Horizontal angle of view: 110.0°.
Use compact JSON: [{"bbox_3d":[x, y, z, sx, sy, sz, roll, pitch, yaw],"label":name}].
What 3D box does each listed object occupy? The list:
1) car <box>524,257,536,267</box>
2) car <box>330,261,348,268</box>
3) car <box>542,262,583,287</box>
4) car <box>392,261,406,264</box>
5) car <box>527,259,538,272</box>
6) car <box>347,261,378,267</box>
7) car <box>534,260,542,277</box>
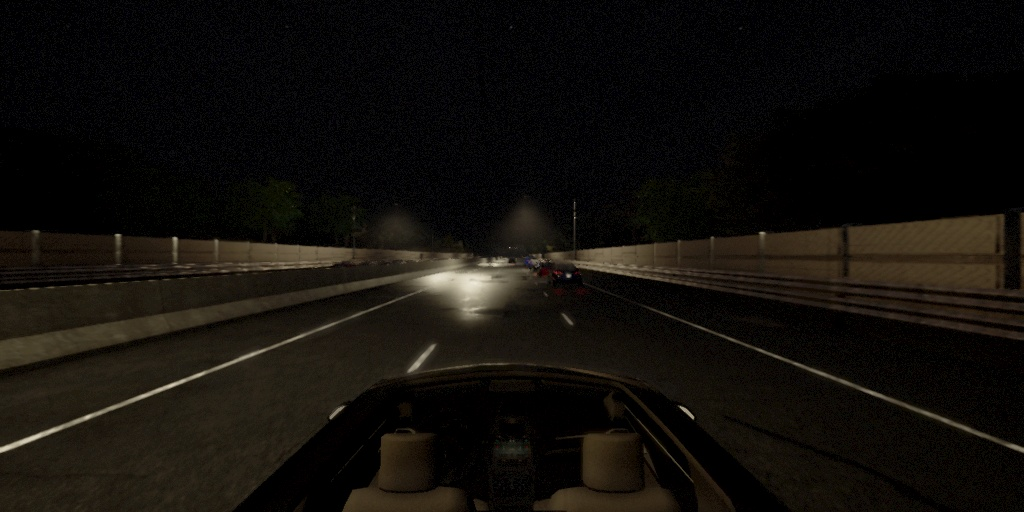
[{"bbox_3d":[3.516,1.279,57.447,2.163,1.488,4.792,0,0,0],"label":"car"},{"bbox_3d":[-21.035,1.329,44.977,1.994,1.385,4.181,0,0,1],"label":"car"},{"bbox_3d":[3.506,1.257,24.441,2.163,1.488,4.792,0,0,0],"label":"car"},{"bbox_3d":[-14.042,1.312,44.118,2.033,1.411,5.357,0,0,1],"label":"car"},{"bbox_3d":[3.439,1.366,46.656,1.895,1.301,4.718,0,0,-3],"label":"car"},{"bbox_3d":[-17.549,1.365,43.318,1.895,1.301,4.718,0,0,1],"label":"car"},{"bbox_3d":[3.509,1.321,35.413,1.994,1.385,4.181,0,0,0],"label":"car"}]
